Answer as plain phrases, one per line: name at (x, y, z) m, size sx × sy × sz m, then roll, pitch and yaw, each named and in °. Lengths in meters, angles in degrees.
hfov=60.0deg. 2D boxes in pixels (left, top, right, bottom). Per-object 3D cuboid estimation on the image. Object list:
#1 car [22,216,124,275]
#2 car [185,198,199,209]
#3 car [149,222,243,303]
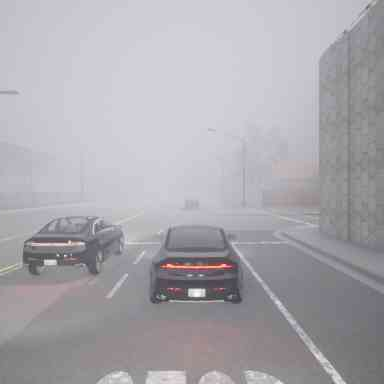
car at (-3.429, 1.492, 10.468) m, size 2.128 × 1.511 × 4.902 m, roll 0°, pitch 0°, yaw 0°
car at (-0.022, 1.492, 44.190) m, size 2.128 × 1.511 × 4.902 m, roll 0°, pitch 0°, yaw 0°
car at (0.079, 1.505, 8.200) m, size 1.837 × 1.490 × 4.892 m, roll 0°, pitch 0°, yaw 0°
